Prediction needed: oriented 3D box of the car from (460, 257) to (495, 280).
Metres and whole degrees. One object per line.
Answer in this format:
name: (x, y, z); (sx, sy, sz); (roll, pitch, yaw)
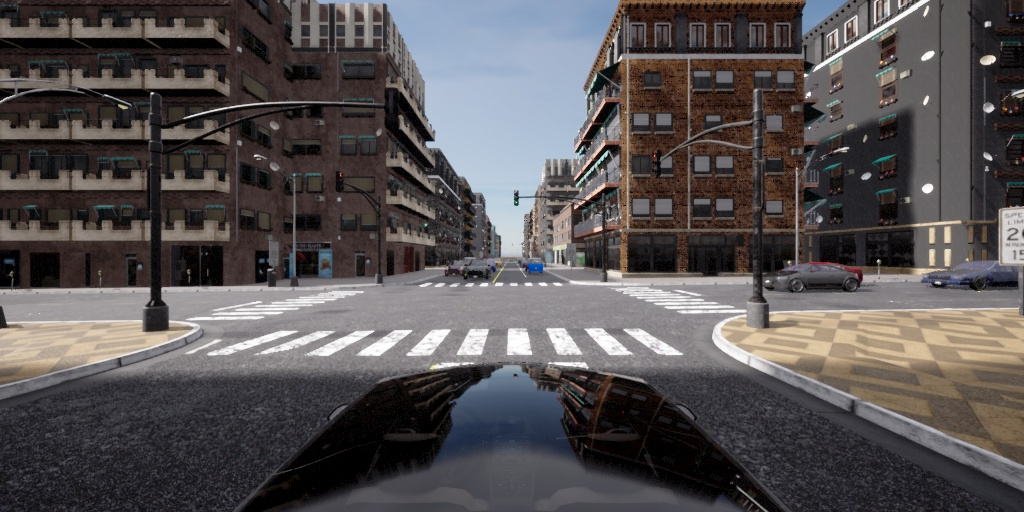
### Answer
car: (-2.947, 1.095, 31.315); (2.097, 1.767, 4.553); (0, 0, 1)

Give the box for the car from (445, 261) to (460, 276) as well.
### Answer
car: (-5.503, 1.181, 35.845); (1.967, 1.591, 4.097); (0, 0, 0)

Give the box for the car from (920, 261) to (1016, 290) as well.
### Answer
car: (24.400, 0.942, 18.312); (5.357, 1.411, 2.033); (-1, 0, 0)

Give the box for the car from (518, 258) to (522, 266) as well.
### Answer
car: (2.471, 1.300, 58.184); (1.948, 1.339, 4.313); (0, 0, 0)

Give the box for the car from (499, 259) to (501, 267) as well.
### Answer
car: (-2.892, 1.209, 63.678); (1.882, 1.535, 5.008); (0, 0, 0)

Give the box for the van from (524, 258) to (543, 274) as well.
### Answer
van: (2.628, 1.081, 40.819); (1.690, 1.789, 3.998); (0, 0, 0)

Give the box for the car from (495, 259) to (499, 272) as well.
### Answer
car: (-2.920, 1.217, 43.949); (1.882, 1.535, 5.008); (0, 0, 0)

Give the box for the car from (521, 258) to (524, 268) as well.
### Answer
car: (2.582, 1.283, 47.023); (1.888, 1.381, 4.507); (0, 0, 0)

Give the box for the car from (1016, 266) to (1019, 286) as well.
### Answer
car: (25.346, 0.951, 15.464); (4.181, 1.385, 1.994); (-1, 0, 0)

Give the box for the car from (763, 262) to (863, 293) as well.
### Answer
car: (15.032, 1.088, 18.290); (4.181, 1.385, 1.994); (-1, 0, 0)
